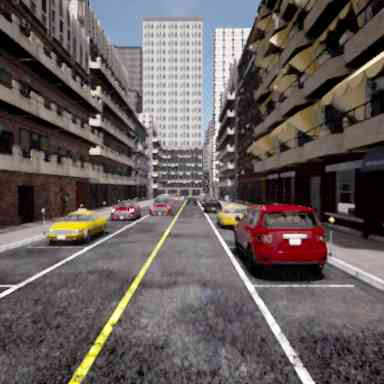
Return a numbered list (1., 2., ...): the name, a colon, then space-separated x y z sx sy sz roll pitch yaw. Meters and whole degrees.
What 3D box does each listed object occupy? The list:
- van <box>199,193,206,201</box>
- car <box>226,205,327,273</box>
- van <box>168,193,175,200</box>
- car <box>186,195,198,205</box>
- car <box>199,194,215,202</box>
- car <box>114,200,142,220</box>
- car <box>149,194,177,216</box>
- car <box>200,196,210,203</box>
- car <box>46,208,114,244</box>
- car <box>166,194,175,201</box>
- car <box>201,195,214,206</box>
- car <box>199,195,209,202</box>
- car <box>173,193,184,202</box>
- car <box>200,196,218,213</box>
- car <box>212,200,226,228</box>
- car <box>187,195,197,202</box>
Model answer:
1. van: 2.526 1.275 82.738 1.690 1.788 3.998 -1 0 0
2. car: 2.550 1.308 10.601 2.192 1.841 5.009 -1 0 0
3. van: -5.356 1.270 88.264 1.690 1.788 3.998 -1 0 0
4. car: -0.019 1.484 56.552 1.812 1.442 4.674 0 0 0
5. car: 2.537 1.279 49.443 2.192 1.841 5.009 -1 0 0
6. car: -5.335 1.422 27.224 1.967 1.590 4.097 -1 0 0
7. car: -2.858 1.330 31.664 2.097 1.767 4.553 0 0 0
8. car: 2.533 1.475 66.261 1.752 1.417 4.829 -1 0 0
9. car: -5.330 1.515 15.956 1.752 1.417 4.829 -1 0 0
10. car: -5.353 1.374 82.716 1.967 1.590 4.097 -1 0 0
11. car: 2.536 1.399 54.992 1.967 1.590 4.097 -1 0 0
12. car: 2.531 1.385 71.639 1.967 1.590 4.097 -1 0 0
13. car: -2.775 1.242 72.876 2.097 1.767 4.553 0 0 0
14. car: 2.217 1.478 37.039 1.837 1.490 4.892 0 0 0
15. car: 2.548 1.511 21.868 1.752 1.417 4.829 -1 0 0
16. car: -0.023 1.384 70.033 1.895 1.301 4.718 0 0 0
